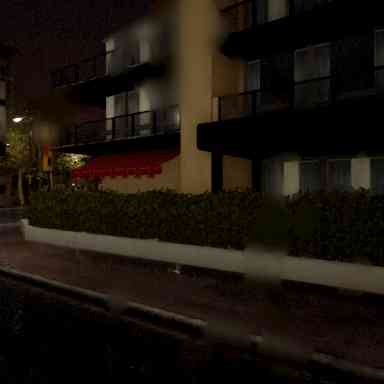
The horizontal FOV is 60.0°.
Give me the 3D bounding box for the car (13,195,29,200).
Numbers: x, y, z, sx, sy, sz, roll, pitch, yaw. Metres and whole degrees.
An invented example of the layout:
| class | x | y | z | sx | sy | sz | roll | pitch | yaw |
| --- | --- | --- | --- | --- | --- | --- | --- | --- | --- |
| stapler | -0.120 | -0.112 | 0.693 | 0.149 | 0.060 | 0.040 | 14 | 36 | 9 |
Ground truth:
| class | x | y | z | sx | sy | sz | roll | pitch | yaw |
| --- | --- | --- | --- | --- | --- | --- | --- | --- | --- |
| car | -36.180 | 1.467 | 67.980 | 4.892 | 1.521 | 2.231 | 0 | 0 | 36 |
